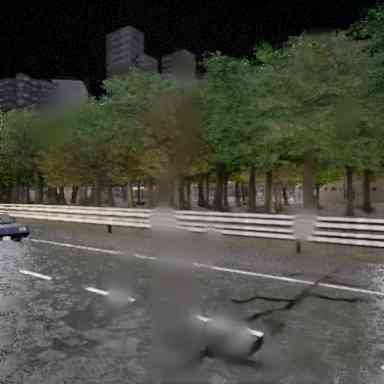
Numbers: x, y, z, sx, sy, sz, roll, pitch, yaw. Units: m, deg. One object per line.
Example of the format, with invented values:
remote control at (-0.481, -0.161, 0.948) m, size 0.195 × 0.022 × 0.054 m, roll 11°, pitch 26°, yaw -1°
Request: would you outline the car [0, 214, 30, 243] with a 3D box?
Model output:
car at (-9.323, 1.609, 14.826) m, size 4.718 × 1.301 × 1.895 m, roll 0°, pitch 0°, yaw 36°
